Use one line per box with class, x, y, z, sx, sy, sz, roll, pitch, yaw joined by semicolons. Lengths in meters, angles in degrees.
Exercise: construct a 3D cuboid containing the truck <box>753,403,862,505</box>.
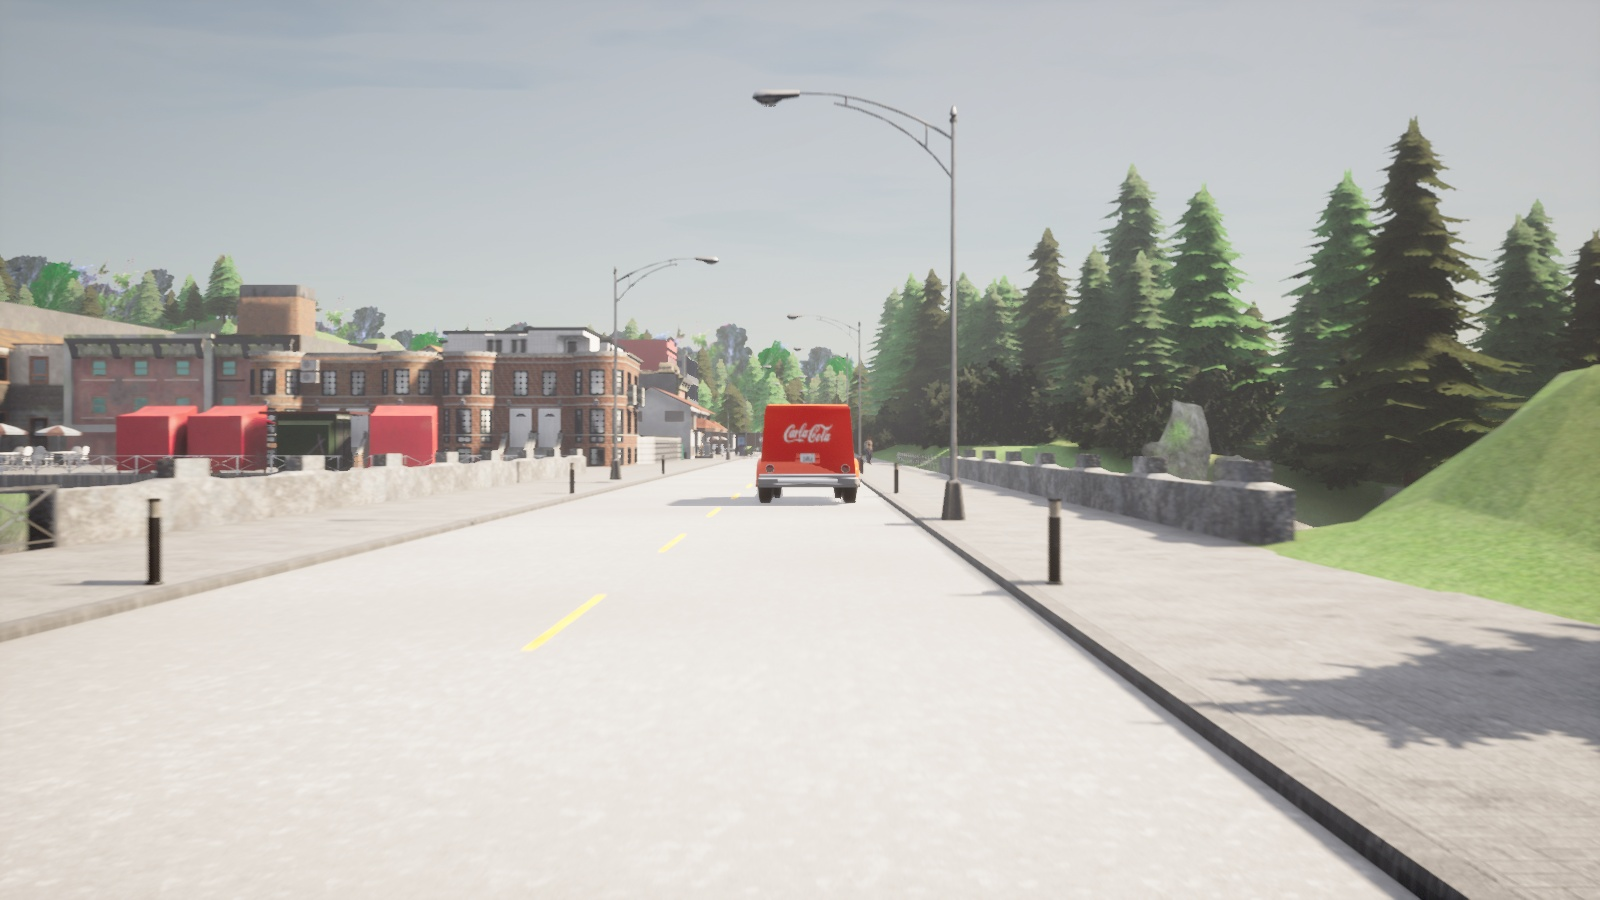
truck;0.203;0.077;32.903;2.627;2.467;5.204;0;0;0
